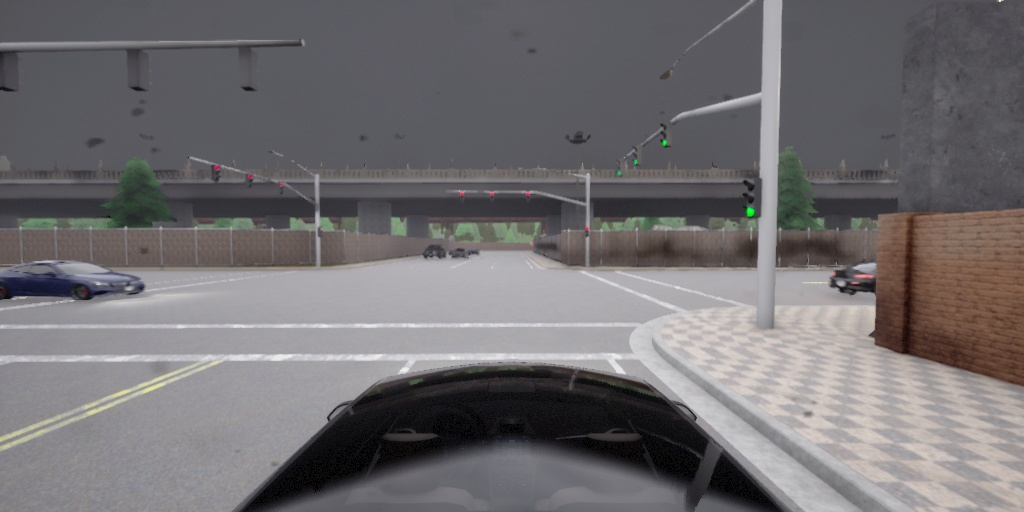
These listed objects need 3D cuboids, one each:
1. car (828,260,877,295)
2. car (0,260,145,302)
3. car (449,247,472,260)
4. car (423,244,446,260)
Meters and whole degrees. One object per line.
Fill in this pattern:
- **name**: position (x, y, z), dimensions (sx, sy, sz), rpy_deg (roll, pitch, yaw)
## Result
- **car**: position (14.549, 0.858, 13.342), dimensions (4.674, 1.442, 1.812), rpy_deg (0, 2, 0)
- **car**: position (-16.681, 0.902, 13.435), dimensions (4.674, 1.442, 1.812), rpy_deg (1, 2, 0)
- **car**: position (-7.068, -0.304, 49.112), dimensions (1.837, 1.490, 4.892), rpy_deg (0, 1, 0)
- **car**: position (-10.567, -0.592, 49.304), dimensions (2.150, 2.045, 5.566), rpy_deg (0, 1, 0)
